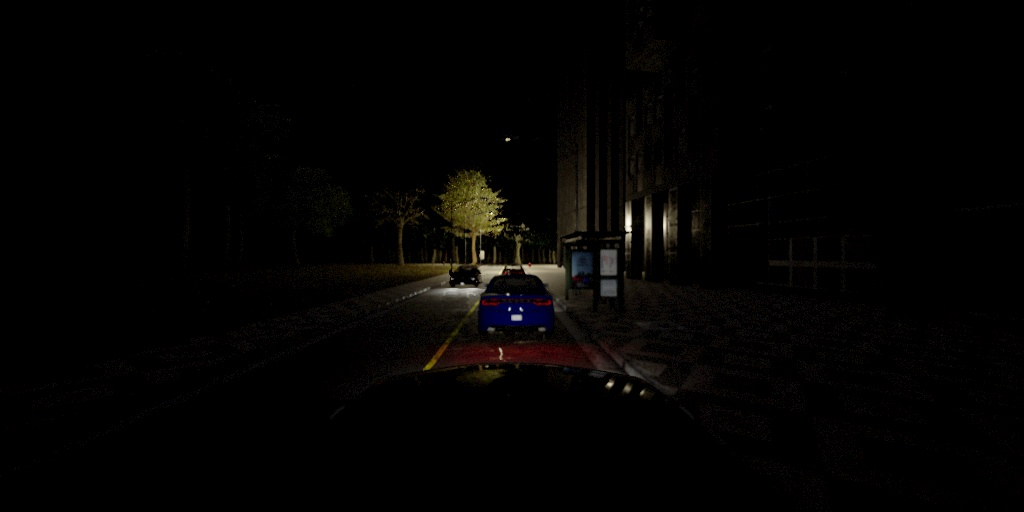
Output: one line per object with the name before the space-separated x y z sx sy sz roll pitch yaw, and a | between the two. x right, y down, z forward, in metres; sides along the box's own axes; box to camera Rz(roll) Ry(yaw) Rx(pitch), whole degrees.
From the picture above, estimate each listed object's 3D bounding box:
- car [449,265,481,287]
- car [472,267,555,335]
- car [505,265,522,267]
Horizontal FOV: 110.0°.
car | -3.087 1.352 25.008 2.033 1.411 5.357 0 0 0
car | 0.106 1.239 10.526 1.882 1.535 5.008 0 0 0
car | 0.117 1.420 30.310 1.895 1.301 4.718 0 0 0
